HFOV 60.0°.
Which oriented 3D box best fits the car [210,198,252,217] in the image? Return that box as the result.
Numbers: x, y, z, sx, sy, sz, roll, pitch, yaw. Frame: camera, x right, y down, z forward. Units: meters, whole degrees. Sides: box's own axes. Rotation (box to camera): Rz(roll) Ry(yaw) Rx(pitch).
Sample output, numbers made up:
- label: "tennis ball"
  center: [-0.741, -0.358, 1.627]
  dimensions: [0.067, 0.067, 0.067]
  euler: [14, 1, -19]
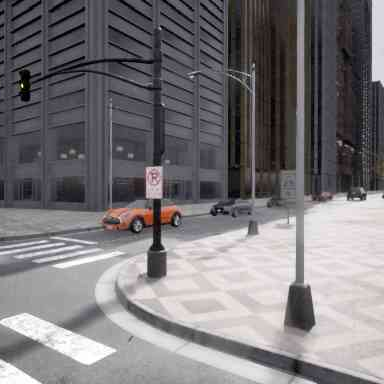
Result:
- label: "car"
  center: [3.148, 1.140, 25.845]
  dimensions: [1.994, 1.385, 4.181]
  euler: [0, 1, 36]

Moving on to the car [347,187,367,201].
- label: "car"
  center: [25.564, 0.275, 51.582]
  dimensions: [2.150, 2.045, 5.566]
  euler: [0, 1, 35]

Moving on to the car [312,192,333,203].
- label: "car"
  center: [18.386, 0.686, 46.910]
  dimensions: [1.882, 1.535, 5.008]
  euler: [0, 1, 36]

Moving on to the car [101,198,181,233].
- label: "car"
  center: [-2.617, 1.094, 17.880]
  dimensions: [2.097, 1.767, 4.553]
  euler: [0, 1, 37]

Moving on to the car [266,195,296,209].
- label: "car"
  center: [9.266, 0.968, 34.378]
  dimensions: [1.994, 1.385, 4.181]
  euler: [0, 1, 35]
